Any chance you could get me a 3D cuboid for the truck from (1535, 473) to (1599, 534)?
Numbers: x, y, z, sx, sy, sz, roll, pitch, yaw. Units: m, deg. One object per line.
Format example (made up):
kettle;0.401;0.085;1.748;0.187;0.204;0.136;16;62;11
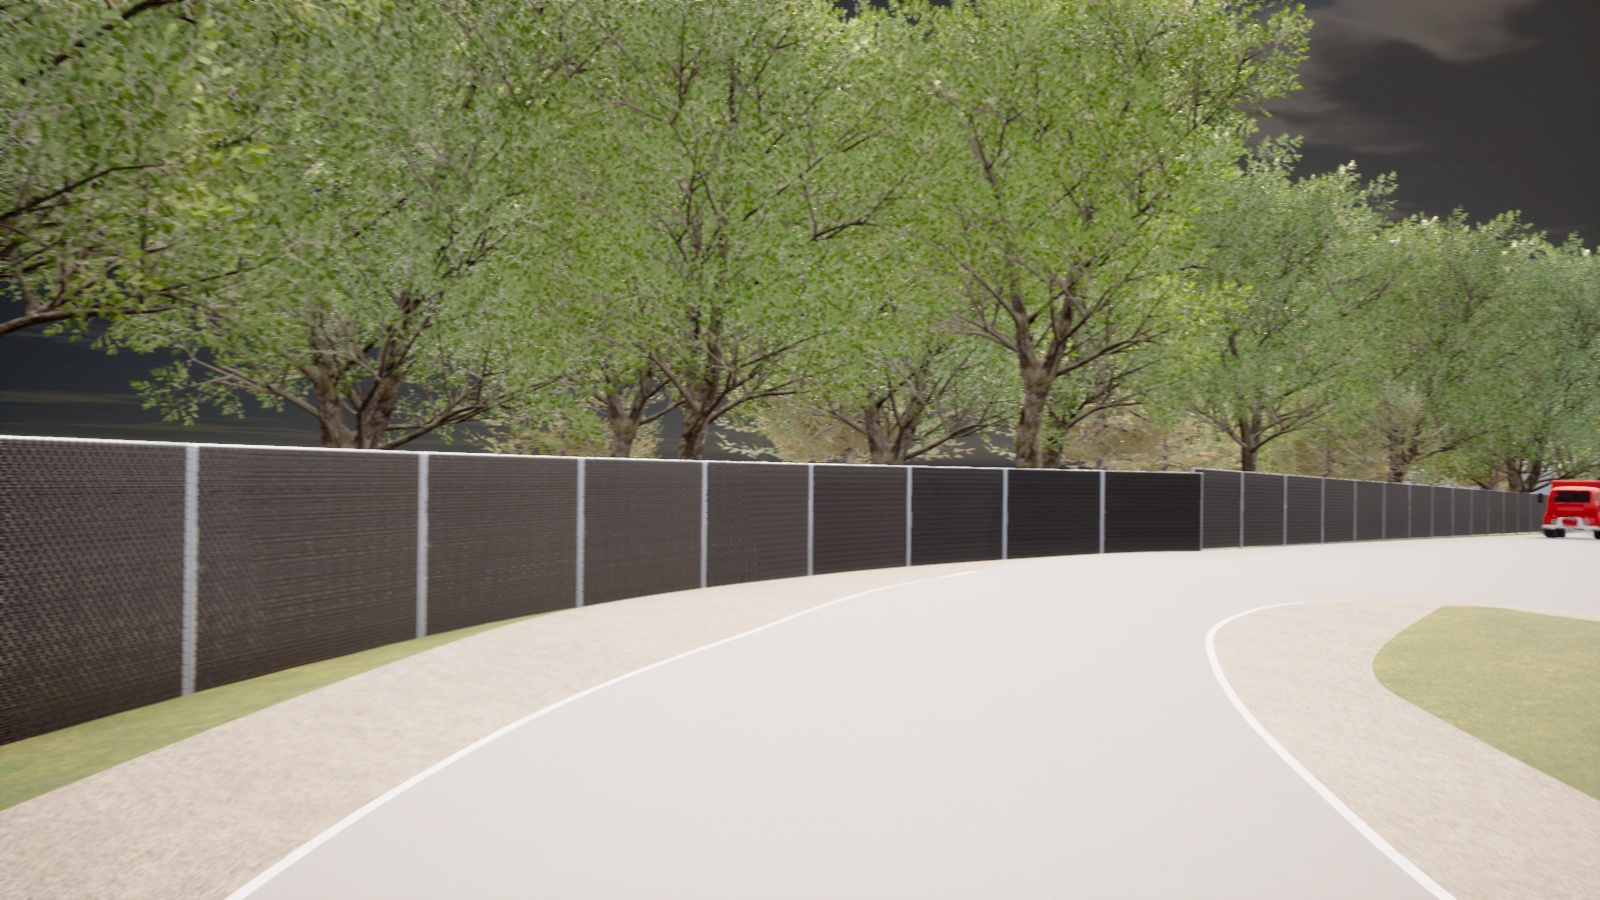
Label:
truck;33.366;2.277;53.411;2.627;2.467;5.204;-1;-3;42
